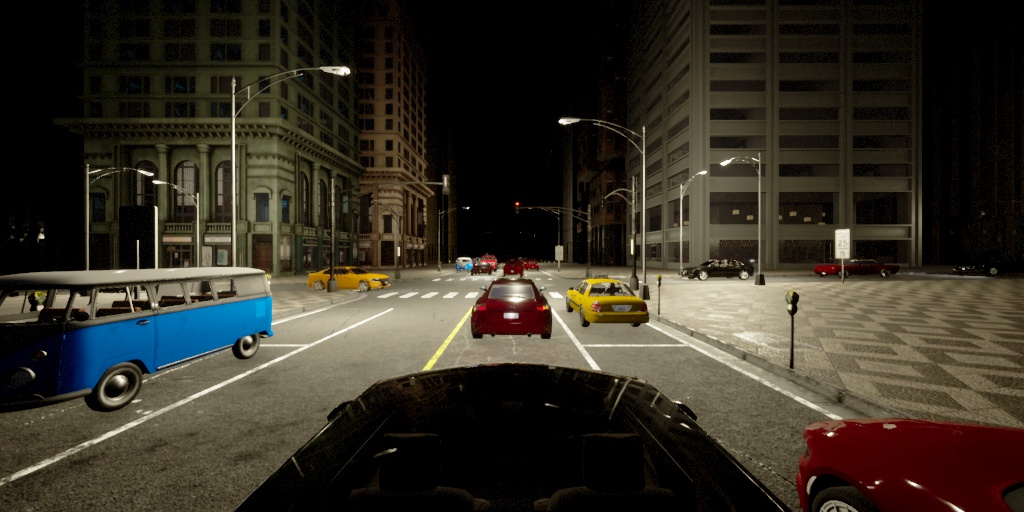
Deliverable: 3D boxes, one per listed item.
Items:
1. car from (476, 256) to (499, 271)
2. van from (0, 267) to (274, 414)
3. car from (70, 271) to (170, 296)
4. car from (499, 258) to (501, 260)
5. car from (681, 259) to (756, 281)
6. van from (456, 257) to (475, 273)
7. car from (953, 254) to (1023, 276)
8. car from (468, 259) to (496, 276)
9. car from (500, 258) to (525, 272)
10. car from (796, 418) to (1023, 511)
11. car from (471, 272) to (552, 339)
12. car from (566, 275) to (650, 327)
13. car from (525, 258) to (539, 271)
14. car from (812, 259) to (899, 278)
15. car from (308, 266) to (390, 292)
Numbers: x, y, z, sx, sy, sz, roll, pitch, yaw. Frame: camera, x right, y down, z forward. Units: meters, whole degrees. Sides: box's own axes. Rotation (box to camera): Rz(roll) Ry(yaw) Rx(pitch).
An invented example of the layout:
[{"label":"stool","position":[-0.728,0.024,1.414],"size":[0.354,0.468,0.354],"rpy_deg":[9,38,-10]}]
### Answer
[{"label":"car","position":[-3.153,0.989,47.457],"size":[2.150,2.045,5.566],"rpy_deg":[0,0,-1]},{"label":"van","position":[-5.766,1.091,5.741],"size":[1.690,1.789,3.998],"rpy_deg":[0,0,0]},{"label":"car","position":[-24.928,1.726,22.919],"size":[4.181,1.385,1.994],"rpy_deg":[-1,0,0]},{"label":"car","position":[-3.146,1.378,57.805],"size":[1.895,1.301,4.718],"rpy_deg":[0,0,0]},{"label":"car","position":[14.884,0.975,26.017],"size":[4.892,1.490,1.837],"rpy_deg":[-1,0,0]},{"label":"van","position":[-5.824,1.106,43.725],"size":[1.690,1.789,3.998],"rpy_deg":[0,0,0]},{"label":"car","position":[35.133,0.640,25.953],"size":[4.892,1.490,1.837],"rpy_deg":[-1,0,0]},{"label":"car","position":[-3.131,1.325,37.831],"size":[1.994,1.385,4.181],"rpy_deg":[0,0,1]},{"label":"car","position":[0.115,1.238,35.300],"size":[1.882,1.535,5.008],"rpy_deg":[0,0,2]},{"label":"car","position":[2.765,1.295,0.569],"size":[1.888,1.381,4.507],"rpy_deg":[0,0,0]},{"label":"car","position":[0.024,1.315,10.086],"size":[1.994,1.385,4.181],"rpy_deg":[0,0,1]},{"label":"car","position":[2.759,1.276,11.319],"size":[1.751,1.417,4.829],"rpy_deg":[0,0,0]},{"label":"car","position":[2.726,1.314,49.241],"size":[1.888,1.381,4.507],"rpy_deg":[0,0,0]},{"label":"car","position":[24.804,0.905,25.989],"size":[4.718,1.301,1.895],"rpy_deg":[-1,0,0]},{"label":"car","position":[-10.005,1.383,22.091],"size":[5.008,1.535,1.882],"rpy_deg":[-1,0,12]}]
